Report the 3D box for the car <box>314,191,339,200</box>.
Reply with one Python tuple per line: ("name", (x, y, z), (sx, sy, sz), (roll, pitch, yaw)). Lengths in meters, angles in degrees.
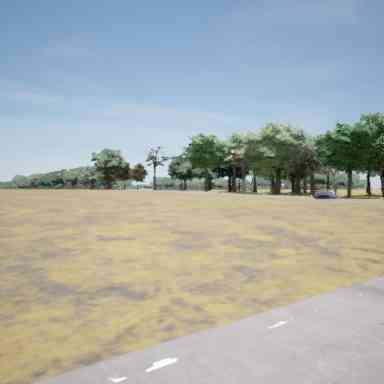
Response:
("car", (26.543, 0.609, 65.672), (2.097, 1.767, 4.553), (0, 2, -36))
